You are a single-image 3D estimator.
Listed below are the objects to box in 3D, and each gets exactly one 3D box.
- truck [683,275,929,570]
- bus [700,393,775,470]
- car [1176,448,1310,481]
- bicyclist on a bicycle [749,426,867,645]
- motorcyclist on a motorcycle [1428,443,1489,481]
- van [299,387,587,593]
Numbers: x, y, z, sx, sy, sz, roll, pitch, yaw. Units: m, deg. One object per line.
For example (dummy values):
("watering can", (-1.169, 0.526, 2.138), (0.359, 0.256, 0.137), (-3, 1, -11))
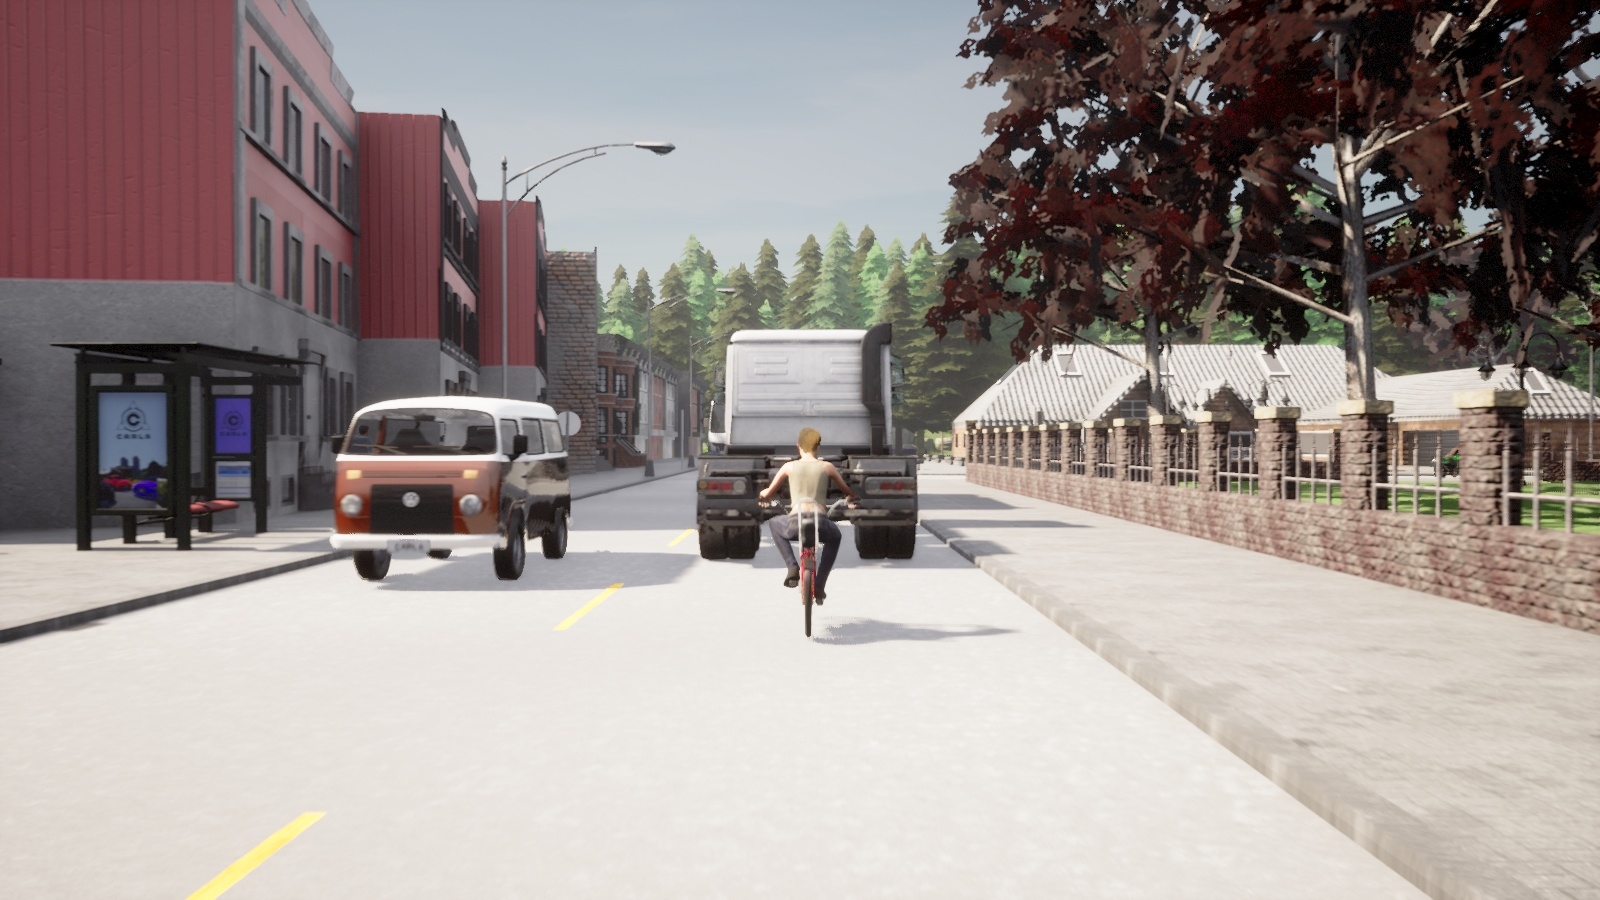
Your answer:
("truck", (0.120, -0.341, 18.716), (2.891, 3.462, 7.936), (0, 0, 1))
("bus", (-3.571, -1.056, 75.136), (3.944, 4.253, 10.273), (0, 0, 0))
("car", (17.798, 0.576, 50.620), (4.718, 1.301, 1.895), (0, 0, -1))
("bicyclist on a bicycle", (0.068, 0.627, 10.003), (0.866, 1.612, 1.509), (0, 0, 1))
("motorcyclist on a motorcycle", (26.516, 0.465, 50.569), (2.044, 1.523, 0.797), (0, 0, -1))
("van", (-3.904, 0.384, 14.642), (2.069, 2.038, 4.480), (0, 0, 0))
